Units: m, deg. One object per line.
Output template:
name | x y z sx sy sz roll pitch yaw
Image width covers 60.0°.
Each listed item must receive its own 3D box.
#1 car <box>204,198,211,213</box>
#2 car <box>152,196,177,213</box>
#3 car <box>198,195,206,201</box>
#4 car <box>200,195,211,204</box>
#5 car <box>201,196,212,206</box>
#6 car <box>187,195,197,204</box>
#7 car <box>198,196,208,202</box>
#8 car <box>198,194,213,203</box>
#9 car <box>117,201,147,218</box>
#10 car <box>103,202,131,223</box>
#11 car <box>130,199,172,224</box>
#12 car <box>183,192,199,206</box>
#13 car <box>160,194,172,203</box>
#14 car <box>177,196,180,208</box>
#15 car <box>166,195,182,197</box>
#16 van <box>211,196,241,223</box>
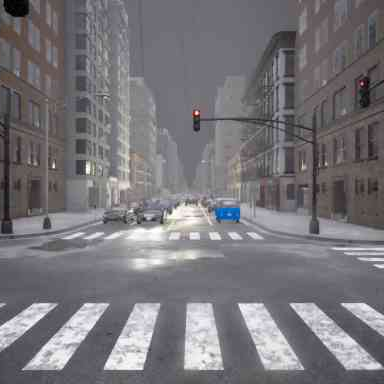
car | 2.585 1.580 36.290 1.802 1.307 4.206 0 0 0
car | -2.899 1.476 33.902 1.882 1.535 5.008 0 0 0
car | 2.513 1.530 87.421 1.947 1.339 4.313 0 0 0
car | 2.545 1.421 64.696 1.967 1.590 4.097 0 0 0
car | 2.569 1.576 47.653 1.802 1.307 4.206 0 0 0
car | -0.093 1.459 65.055 1.882 1.535 5.008 0 0 0
car | 2.529 1.524 76.059 2.008 1.369 4.403 0 0 0
car | 2.561 1.305 53.334 2.192 1.841 5.009 0 0 0
car | -5.432 1.543 30.589 1.887 1.381 4.507 0 0 0
car | -5.424 1.549 24.907 2.008 1.369 4.403 0 0 0
car | -2.872 1.490 24.459 2.128 1.511 4.902 0 0 -1
car | -0.079 1.340 55.023 2.097 1.767 4.553 0 0 0
car | -5.488 1.292 70.362 2.192 1.841 5.009 0 0 0
car | -2.909 1.560 43.127 1.994 1.385 4.181 0 0 0
car | -2.882 1.554 53.150 1.994 1.385 4.181 0 0 1
van | 2.601 1.340 24.927 1.690 1.788 3.998 0 0 0
